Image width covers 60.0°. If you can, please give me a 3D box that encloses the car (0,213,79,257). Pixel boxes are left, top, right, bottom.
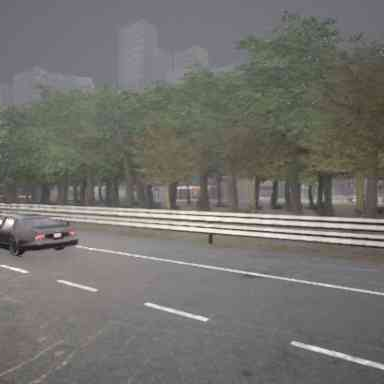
[{"bbox_3d":[-6.689,1.549,12.954,5.357,1.411,2.033,0,0,36],"label":"car"}]
